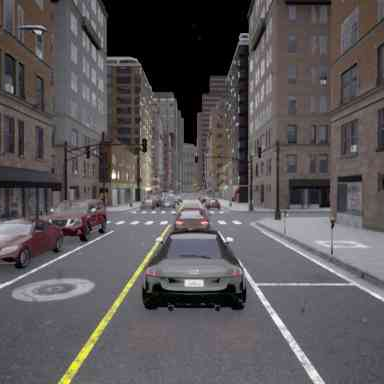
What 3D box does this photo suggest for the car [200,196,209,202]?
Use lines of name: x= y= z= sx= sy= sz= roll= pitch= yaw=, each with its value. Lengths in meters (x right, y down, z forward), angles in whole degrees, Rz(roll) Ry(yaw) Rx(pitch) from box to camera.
car: x=2.770 y=1.616 z=77.090 sx=1.887 sy=1.381 sz=4.507 roll=-1 pitch=0 yaw=0

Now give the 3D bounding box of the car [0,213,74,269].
car: x=-5.687 y=1.581 z=11.091 sx=1.802 sy=1.307 sz=4.206 roll=-1 pitch=0 yaw=0

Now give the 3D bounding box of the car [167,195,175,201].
car: x=-5.773 y=1.546 z=93.758 sx=1.967 sy=1.590 sz=4.097 roll=-1 pitch=0 yaw=0

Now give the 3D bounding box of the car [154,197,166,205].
car: x=-5.738 y=1.566 z=60.198 sx=1.752 sy=1.417 sz=4.829 roll=-1 pitch=0 yaw=0

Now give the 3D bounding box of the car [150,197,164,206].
car: x=-5.733 y=1.577 z=54.803 sx=1.887 sy=1.381 sz=4.507 roll=-1 pitch=0 yaw=0

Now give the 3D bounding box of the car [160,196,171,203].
car: x=-5.750 y=1.611 z=71.497 sx=2.008 sy=1.369 sz=4.403 roll=-1 pitch=0 yaw=0

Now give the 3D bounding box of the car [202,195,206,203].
car: x=2.798 y=1.550 z=49.443 sx=1.752 sy=1.417 sz=4.829 roll=-1 pitch=0 yaw=0

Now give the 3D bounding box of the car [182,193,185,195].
car: x=-3.072 y=1.585 z=71.681 sx=1.812 sy=1.442 sz=4.674 roll=0 pitch=0 yaw=0

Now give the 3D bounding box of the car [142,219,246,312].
car: x=0.058 y=1.563 z=7.820 sx=1.994 sy=1.385 sz=4.181 roll=0 pitch=0 yaw=1

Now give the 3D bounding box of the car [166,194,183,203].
car: x=-3.143 y=1.524 z=57.288 sx=2.128 sy=1.511 sz=4.902 roll=0 pitch=0 yaw=0

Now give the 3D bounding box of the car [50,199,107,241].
car: x=-5.696 y=1.315 z=16.673 sx=2.192 sy=1.841 sz=5.009 roll=-1 pitch=0 yaw=0

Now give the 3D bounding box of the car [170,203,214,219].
car: x=0.003 y=1.526 z=16.957 sx=1.812 sy=1.442 sz=4.674 roll=0 pitch=0 yaw=0

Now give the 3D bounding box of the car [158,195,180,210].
car: x=-3.143 y=1.511 z=44.373 sx=2.128 sy=1.511 sz=4.902 roll=0 pitch=0 yaw=0

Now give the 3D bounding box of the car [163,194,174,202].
car: x=-5.764 y=1.399 z=82.628 sx=2.192 sy=1.841 sz=5.009 roll=-1 pitch=0 yaw=0

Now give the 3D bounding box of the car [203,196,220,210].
car: x=2.804 y=1.600 z=43.710 sx=1.802 sy=1.307 sz=4.206 roll=-1 pitch=0 yaw=0

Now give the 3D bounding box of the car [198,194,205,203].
car: x=2.782 y=1.595 z=65.962 sx=1.887 sy=1.381 sz=4.507 roll=-1 pitch=0 yaw=0

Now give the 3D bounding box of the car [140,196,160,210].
car: x=-5.721 y=1.600 z=43.673 sx=1.802 sy=1.307 sz=4.206 roll=-1 pitch=0 yaw=0
